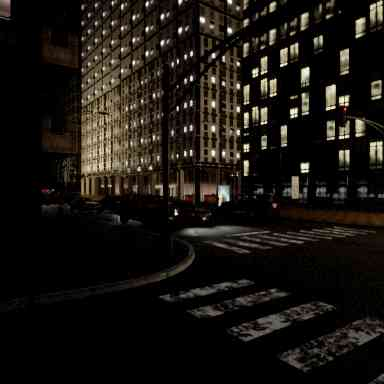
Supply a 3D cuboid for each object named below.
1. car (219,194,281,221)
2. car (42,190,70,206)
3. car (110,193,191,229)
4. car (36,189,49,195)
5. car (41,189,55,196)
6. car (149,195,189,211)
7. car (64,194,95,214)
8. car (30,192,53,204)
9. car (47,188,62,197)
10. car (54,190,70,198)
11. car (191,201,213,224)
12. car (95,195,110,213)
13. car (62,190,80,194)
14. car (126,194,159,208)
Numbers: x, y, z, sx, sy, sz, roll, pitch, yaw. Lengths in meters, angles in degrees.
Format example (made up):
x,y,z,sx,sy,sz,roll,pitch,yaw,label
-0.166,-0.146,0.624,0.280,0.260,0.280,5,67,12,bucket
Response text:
x,y,z,sx,sy,sz,roll,pitch,yaw,label
4.155,1.027,24.301,2.192,1.841,5.009,1,0,-36,car
-15.657,0.827,37.240,2.008,1.369,4.403,2,0,-36,car
-2.579,1.008,19.315,2.192,1.841,5.009,2,0,-36,car
-35.071,-0.011,78.087,1.887,1.381,4.507,1,0,-36,car
-31.802,0.096,73.605,1.887,1.381,4.507,1,0,-36,car
-2.388,1.070,33.266,1.947,1.339,4.313,1,0,-36,car
-9.122,1.067,28.278,1.802,1.307,4.206,2,0,-36,car
-18.925,0.752,41.720,1.802,1.307,4.206,2,0,-36,car
-28.531,0.099,69.122,1.967,1.590,4.097,1,0,-36,car
-25.266,0.309,64.641,1.887,1.381,4.507,1,0,-36,car
-0.655,1.220,21.040,1.812,1.442,4.674,0,1,-36,car
-6.435,0.988,28.966,1.882,1.535,5.008,0,1,-36,car
-14.002,0.758,39.365,2.128,1.511,4.902,0,1,-36,car
-5.657,0.966,37.748,1.947,1.339,4.313,1,0,-36,car
